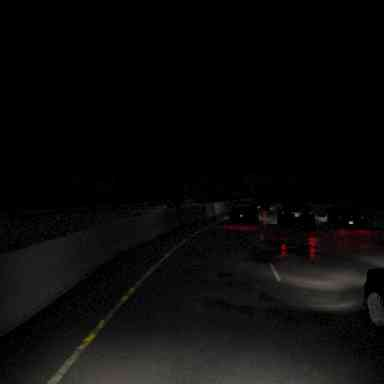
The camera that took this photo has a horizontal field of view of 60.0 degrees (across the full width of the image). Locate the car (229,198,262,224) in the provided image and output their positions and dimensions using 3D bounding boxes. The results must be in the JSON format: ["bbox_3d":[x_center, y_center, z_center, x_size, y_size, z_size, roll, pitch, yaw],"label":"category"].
[{"bbox_3d":[4.052,1.503,25.392,1.882,1.535,5.008,0,0,15],"label":"car"}]

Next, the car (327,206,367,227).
[{"bbox_3d":[10.646,1.645,23.172,1.895,1.301,4.718,0,0,15],"label":"car"}]

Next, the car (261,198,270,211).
[{"bbox_3d":[8.845,1.540,42.109,2.128,1.511,4.902,0,0,16],"label":"car"}]

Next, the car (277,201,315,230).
[{"bbox_3d":[6.648,1.383,21.540,2.097,1.767,4.553,0,0,14],"label":"car"}]

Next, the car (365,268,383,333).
[{"bbox_3d":[3.843,1.491,3.752,1.882,1.535,5.008,0,0,2],"label":"car"}]

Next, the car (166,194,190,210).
[{"bbox_3d":[-1.626,1.241,44.273,2.150,2.045,5.566,0,0,17],"label":"car"}]

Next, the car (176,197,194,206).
[{"bbox_3d":[-1.230,1.591,57.904,1.994,1.385,4.181,0,0,16],"label":"car"}]

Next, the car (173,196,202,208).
[{"bbox_3d":[-0.182,1.544,36.858,1.812,1.442,4.674,0,0,17],"label":"car"}]
